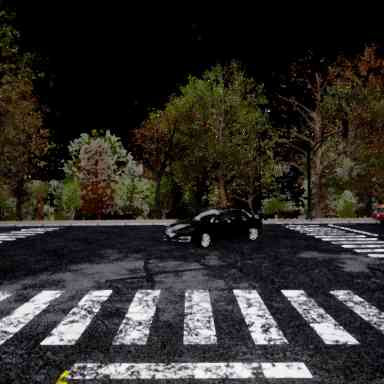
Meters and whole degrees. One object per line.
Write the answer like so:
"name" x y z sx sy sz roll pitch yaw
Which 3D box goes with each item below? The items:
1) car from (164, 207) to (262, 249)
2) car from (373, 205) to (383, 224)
"car" 1.041 1.457 14.464 4.892 1.490 1.837 0 -3 -40
"car" 14.641 1.127 21.176 5.566 2.045 2.150 -1 -1 1
